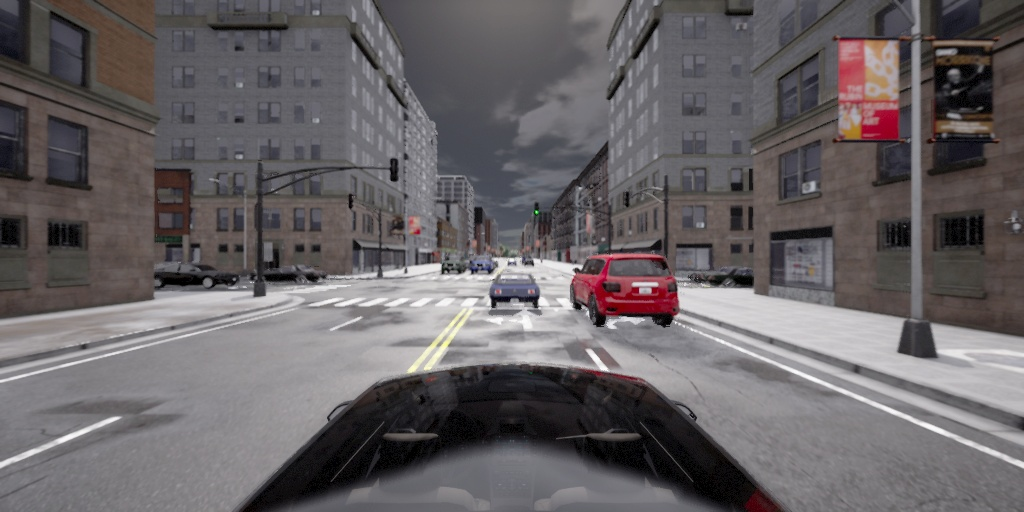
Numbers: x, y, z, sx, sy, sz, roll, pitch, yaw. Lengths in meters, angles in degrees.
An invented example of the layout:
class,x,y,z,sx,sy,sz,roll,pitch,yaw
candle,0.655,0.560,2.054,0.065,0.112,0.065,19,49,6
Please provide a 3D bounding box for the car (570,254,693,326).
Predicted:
class,x,y,z,sx,sy,sz,roll,pitch,yaw
car,3.349,0.962,11.697,2.150,2.045,5.566,0,0,0

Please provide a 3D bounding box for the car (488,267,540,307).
class,x,y,z,sx,sy,sz,roll,pitch,yaw
car,0.100,1.338,15.285,1.895,1.301,4.718,0,0,0

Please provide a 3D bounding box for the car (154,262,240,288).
class,x,y,z,sx,sy,sz,roll,pitch,yaw
car,-19.858,1.184,22.451,5.008,1.535,1.882,0,0,1

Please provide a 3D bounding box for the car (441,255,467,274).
class,x,y,z,sx,sy,sz,roll,pitch,yaw
car,-6.581,0.938,40.755,2.150,2.045,5.566,0,0,0

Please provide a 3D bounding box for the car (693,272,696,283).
class,x,y,z,sx,sy,sz,roll,pitch,yaw
car,15.065,1.379,25.254,4.718,1.301,1.895,0,0,0

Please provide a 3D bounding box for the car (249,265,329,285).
class,x,y,z,sx,sy,sz,roll,pitch,yaw
car,-15.835,1.320,25.515,4.718,1.301,1.895,0,0,0

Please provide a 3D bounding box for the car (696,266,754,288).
class,x,y,z,sx,sy,sz,roll,pitch,yaw
car,14.598,1.371,22.618,4.718,1.301,1.895,0,0,3

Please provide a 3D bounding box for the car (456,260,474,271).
class,x,y,z,sx,sy,sz,roll,pitch,yaw
car,-6.565,1.272,50.162,1.994,1.385,4.181,0,0,0

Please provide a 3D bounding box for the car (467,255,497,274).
class,x,y,z,sx,sy,sz,roll,pitch,yaw
car,-3.306,0.939,40.467,2.150,2.045,5.566,0,0,2
